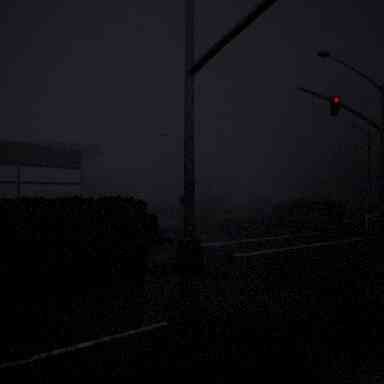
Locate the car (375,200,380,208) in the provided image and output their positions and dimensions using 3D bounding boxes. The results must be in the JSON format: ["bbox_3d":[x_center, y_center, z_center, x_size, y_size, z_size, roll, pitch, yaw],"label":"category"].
[{"bbox_3d":[25.524,1.389,43.096,3.806,1.475,1.970,0,0,-35],"label":"car"}]

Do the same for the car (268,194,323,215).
[{"bbox_3d":[10.162,1.333,32.492,5.027,1.636,2.152,0,0,-35],"label":"car"}]

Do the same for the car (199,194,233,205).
[{"bbox_3d":[3.930,1.302,54.800,4.514,1.523,2.007,0,0,-35],"label":"car"}]

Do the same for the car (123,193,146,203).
[{"bbox_3d":[-10.973,1.080,63.574,3.866,1.878,1.905,0,0,-35],"label":"car"}]

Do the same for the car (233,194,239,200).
[{"bbox_3d":[9.435,1.238,77.890,3.806,1.475,1.970,0,0,-35],"label":"car"}]

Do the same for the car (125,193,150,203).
[{"bbox_3d":[-9.563,1.364,60.501,3.806,1.475,1.970,0,0,-35],"label":"car"}]

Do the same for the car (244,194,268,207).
[{"bbox_3d":[9.637,1.323,46.597,3.633,1.501,1.845,0,0,-35],"label":"car"}]

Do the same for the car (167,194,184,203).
[{"bbox_3d":[-2.645,1.101,65.404,4.605,1.855,1.932,0,0,-35],"label":"car"}]

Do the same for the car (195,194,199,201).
[{"bbox_3d":[1.561,1.303,76.837,4.514,1.523,2.007,0,0,-35],"label":"car"}]

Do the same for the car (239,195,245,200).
[{"bbox_3d":[13.387,1.159,72.823,5.027,1.636,2.152,0,0,-35],"label":"car"}]

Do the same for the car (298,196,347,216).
[{"bbox_3d":[12.007,1.342,29.955,4.514,1.523,2.007,0,0,-35],"label":"car"}]
